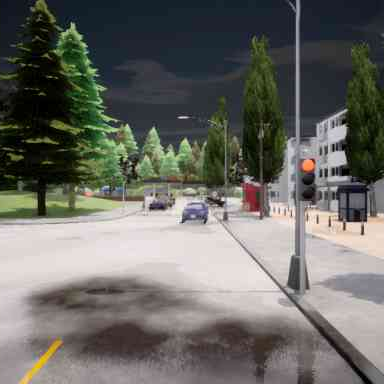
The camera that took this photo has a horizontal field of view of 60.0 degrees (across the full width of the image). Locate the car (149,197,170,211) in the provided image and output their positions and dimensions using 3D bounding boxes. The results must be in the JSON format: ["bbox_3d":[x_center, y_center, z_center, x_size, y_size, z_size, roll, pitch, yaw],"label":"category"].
[{"bbox_3d":[-4.082,1.601,40.464,1.895,1.301,4.718,0,0,0],"label":"car"}]

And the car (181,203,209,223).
[{"bbox_3d":[0.243,1.526,25.184,1.812,1.442,4.674,1,0,4],"label":"car"}]

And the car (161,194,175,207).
[{"bbox_3d":[-4.064,1.352,50.357,2.097,1.767,4.553,0,0,0],"label":"car"}]
